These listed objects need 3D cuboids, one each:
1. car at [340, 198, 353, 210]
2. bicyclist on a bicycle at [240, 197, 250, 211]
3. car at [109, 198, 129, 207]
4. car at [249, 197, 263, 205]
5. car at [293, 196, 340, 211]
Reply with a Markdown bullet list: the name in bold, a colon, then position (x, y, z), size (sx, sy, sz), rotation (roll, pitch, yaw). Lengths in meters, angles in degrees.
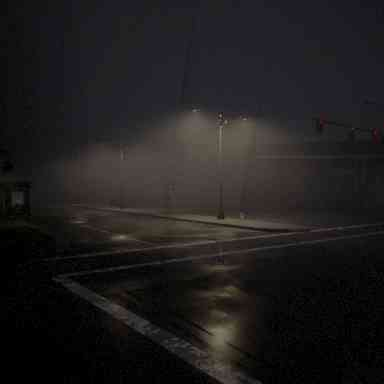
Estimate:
- **car**: position (18.095, 1.456, 42.034), size (1.970, 1.475, 3.806), rotation (0, 0, -35)
- **bicyclist on a bicycle**: position (6.255, 1.430, 39.740), size (1.656, 1.620, 0.582), rotation (-6, -7, -37)
- **car**: position (-11.165, 1.564, 50.694), size (1.994, 1.385, 4.181), rotation (0, 0, -35)
- **car**: position (11.983, 1.564, 61.128), size (1.994, 1.385, 4.181), rotation (0, 0, 29)
- **car**: position (13.834, 1.295, 38.106), size (2.242, 1.667, 4.611), rotation (0, 0, -35)
